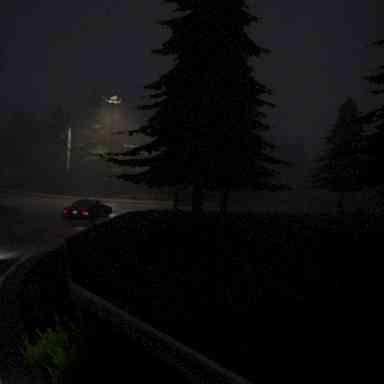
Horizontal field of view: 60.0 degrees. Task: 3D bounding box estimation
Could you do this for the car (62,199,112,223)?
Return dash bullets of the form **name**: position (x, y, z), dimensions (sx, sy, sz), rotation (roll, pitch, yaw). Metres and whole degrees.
- **car**: position (-7.146, 1.227, 23.154), dimensions (2.033, 1.411, 5.357), rotation (4, 2, 3)
